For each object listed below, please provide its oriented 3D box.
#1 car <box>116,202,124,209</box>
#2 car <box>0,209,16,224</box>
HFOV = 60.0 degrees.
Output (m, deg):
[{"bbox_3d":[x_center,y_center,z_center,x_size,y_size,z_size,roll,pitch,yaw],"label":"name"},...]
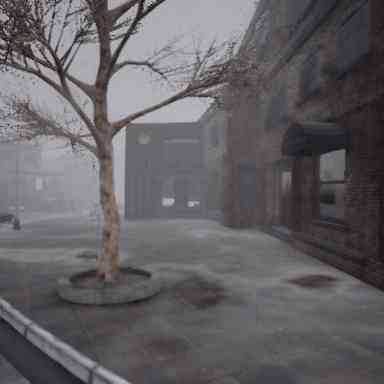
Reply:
[{"bbox_3d":[-14.199,2.628,63.217,2.033,1.411,5.357,1,-1,15],"label":"car"},{"bbox_3d":[-16.096,1.994,27.129,1.895,1.301,4.718,1,-1,-8],"label":"car"}]
